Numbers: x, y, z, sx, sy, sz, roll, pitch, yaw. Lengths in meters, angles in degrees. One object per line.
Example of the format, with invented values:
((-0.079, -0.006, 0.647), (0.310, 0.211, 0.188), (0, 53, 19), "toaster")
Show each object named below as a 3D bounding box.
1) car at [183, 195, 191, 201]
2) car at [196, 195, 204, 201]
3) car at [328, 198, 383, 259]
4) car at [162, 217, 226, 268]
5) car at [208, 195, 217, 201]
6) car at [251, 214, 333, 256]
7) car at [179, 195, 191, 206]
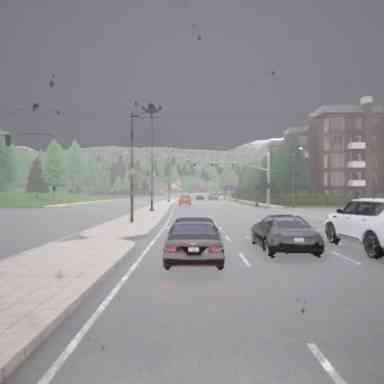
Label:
((-1.302, 1.565, 88.135), (1.812, 1.442, 4.674), (0, 0, 0), "car")
((2.198, 1.519, 88.165), (1.882, 1.535, 5.008), (0, 0, 0), "car")
((7.066, 1.228, 12.705), (2.150, 2.045, 5.566), (0, 0, 0), "car")
((0.061, 1.553, 11.214), (2.033, 1.411, 5.357), (0, 0, 0), "car")
((5.698, 1.581, 88.163), (2.033, 1.411, 5.357), (0, 0, 0), "car")
((3.570, 1.571, 13.093), (1.994, 1.385, 4.181), (0, 0, 0), "car")
((-1.218, 1.379, 57.310), (2.097, 1.767, 4.553), (0, 0, -1), "car")
